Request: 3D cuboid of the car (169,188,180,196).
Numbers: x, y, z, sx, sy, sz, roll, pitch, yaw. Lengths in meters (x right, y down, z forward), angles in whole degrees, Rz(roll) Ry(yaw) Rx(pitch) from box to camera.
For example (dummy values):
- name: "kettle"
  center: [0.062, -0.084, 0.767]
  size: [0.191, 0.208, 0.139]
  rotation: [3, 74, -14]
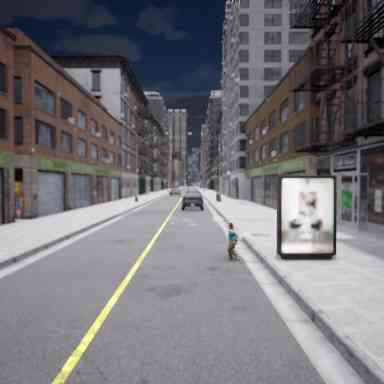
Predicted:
- name: "car"
  center: [-3.079, -0.017, 60.715]
  size: [1.994, 1.385, 4.181]
  rotation: [0, 1, 0]

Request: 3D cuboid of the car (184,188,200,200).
- name: "car"
  center: [0.057, 0.247, 47.390]
  size: [2.128, 1.511, 4.902]
  rotation: [0, 1, 0]

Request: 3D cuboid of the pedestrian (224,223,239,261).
- name: "pedestrian"
  center: [1.187, 1.414, 9.540]
  size: [0.500, 1.100, 0.500]
  rotation: [0, 1, -10]

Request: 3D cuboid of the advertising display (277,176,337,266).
- name: "advertising display"
  center: [3.124, 0.777, 9.105]
  size: [1.540, 2.440, 0.280]
  rotation: [0, 1, 0]

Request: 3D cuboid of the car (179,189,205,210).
- name: "car"
  center: [0.062, 0.728, 29.268]
  size: [1.837, 1.490, 4.892]
  rotation: [0, 2, 0]
